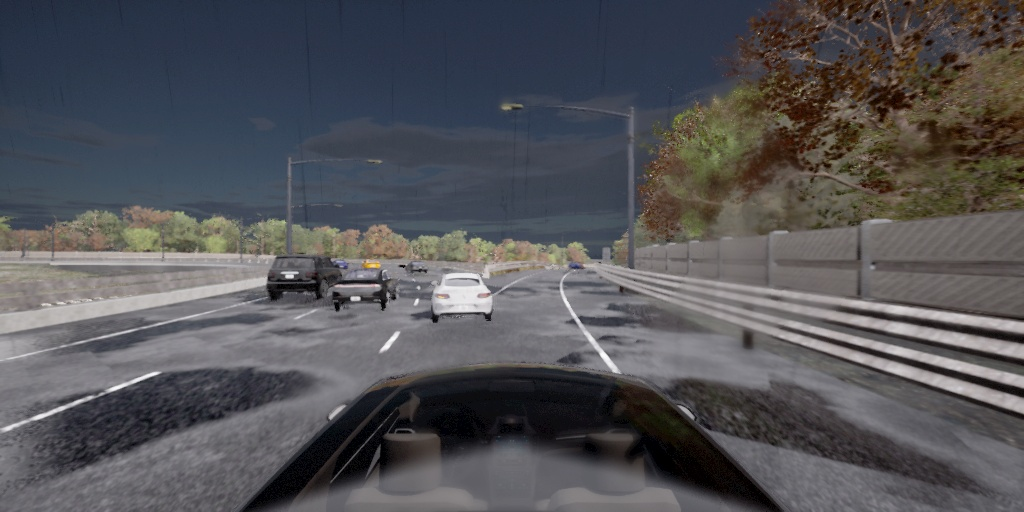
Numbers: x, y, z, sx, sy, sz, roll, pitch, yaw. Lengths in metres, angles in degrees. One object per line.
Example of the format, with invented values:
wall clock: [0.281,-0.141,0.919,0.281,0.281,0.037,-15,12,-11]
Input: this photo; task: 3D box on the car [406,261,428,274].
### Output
car: [-11.070,1.279,41.312,2.033,1.411,5.357,0,0,-26]

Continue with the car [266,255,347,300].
car: [-10.032,0.955,17.761,2.150,2.045,5.566,0,0,-14]

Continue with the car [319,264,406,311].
car: [-5.758,1.232,14.522,2.128,1.511,4.902,0,0,-11]

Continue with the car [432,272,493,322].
car: [-1.753,1.273,12.286,1.812,1.442,4.674,0,0,-10]

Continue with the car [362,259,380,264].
car: [-19.445,1.195,49.317,1.882,1.535,5.008,0,0,-31]
